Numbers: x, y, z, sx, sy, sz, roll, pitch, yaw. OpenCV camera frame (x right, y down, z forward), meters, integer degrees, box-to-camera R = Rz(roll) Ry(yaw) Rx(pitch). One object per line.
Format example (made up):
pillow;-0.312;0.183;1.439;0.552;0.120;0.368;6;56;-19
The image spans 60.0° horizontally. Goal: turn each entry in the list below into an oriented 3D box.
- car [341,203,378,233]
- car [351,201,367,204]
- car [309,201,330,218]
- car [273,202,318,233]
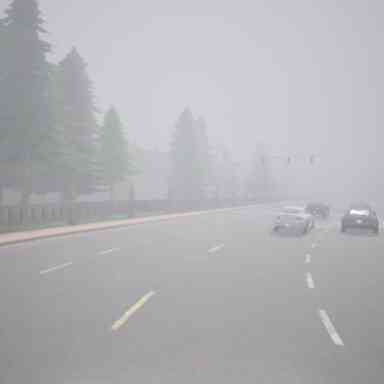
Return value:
car;10.325;1.647;20.535;1.994;1.385;4.181;1;0;27
car;16.003;1.606;31.941;1.882;1.535;5.008;1;0;27
car;11.799;1.591;31.347;1.837;1.490;4.892;1;0;27
car;6.189;1.567;20.041;1.812;1.442;4.674;1;0;27
